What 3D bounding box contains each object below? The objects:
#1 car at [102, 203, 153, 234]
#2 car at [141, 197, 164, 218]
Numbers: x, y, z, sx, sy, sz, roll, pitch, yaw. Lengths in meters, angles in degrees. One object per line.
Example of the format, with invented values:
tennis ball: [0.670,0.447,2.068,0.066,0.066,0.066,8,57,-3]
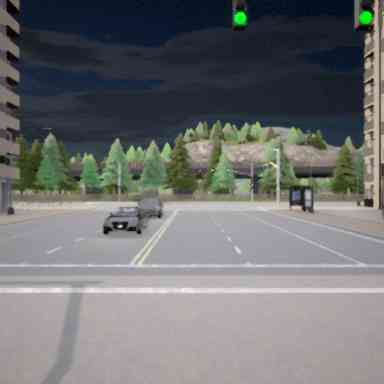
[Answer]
car: [-3.589,1.524,18.618,1.994,1.385,4.181,0,0,0]
car: [-3.577,1.290,28.883,2.097,1.767,4.553,0,0,-1]
